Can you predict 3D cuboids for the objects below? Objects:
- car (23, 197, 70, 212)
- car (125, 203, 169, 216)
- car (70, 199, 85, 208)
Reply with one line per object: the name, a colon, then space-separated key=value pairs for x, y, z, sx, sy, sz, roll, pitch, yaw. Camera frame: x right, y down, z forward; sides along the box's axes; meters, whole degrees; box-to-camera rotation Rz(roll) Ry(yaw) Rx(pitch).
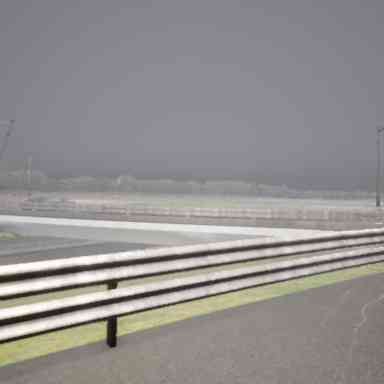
car: x=-15.955 y=1.317 z=35.869 sx=4.553 sy=1.767 sz=2.097 roll=1 pitch=-1 yaw=25
car: x=-4.247 y=1.741 z=31.458 sx=4.181 sy=1.385 sz=1.994 roll=1 pitch=-1 yaw=18
car: x=-16.801 y=1.635 z=44.249 sx=5.357 sy=1.411 sz=2.033 roll=1 pitch=-1 yaw=28
